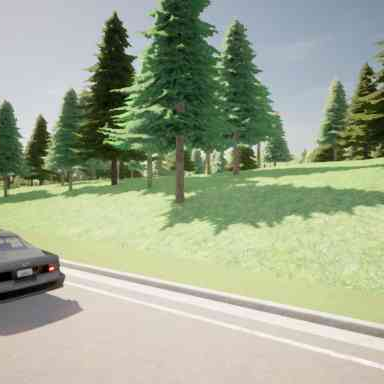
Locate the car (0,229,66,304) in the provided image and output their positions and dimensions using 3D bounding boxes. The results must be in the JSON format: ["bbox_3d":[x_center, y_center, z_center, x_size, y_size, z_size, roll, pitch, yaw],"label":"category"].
[{"bbox_3d":[-5.138,1.546,7.639,5.357,1.411,2.033,0,0,36],"label":"car"}]
